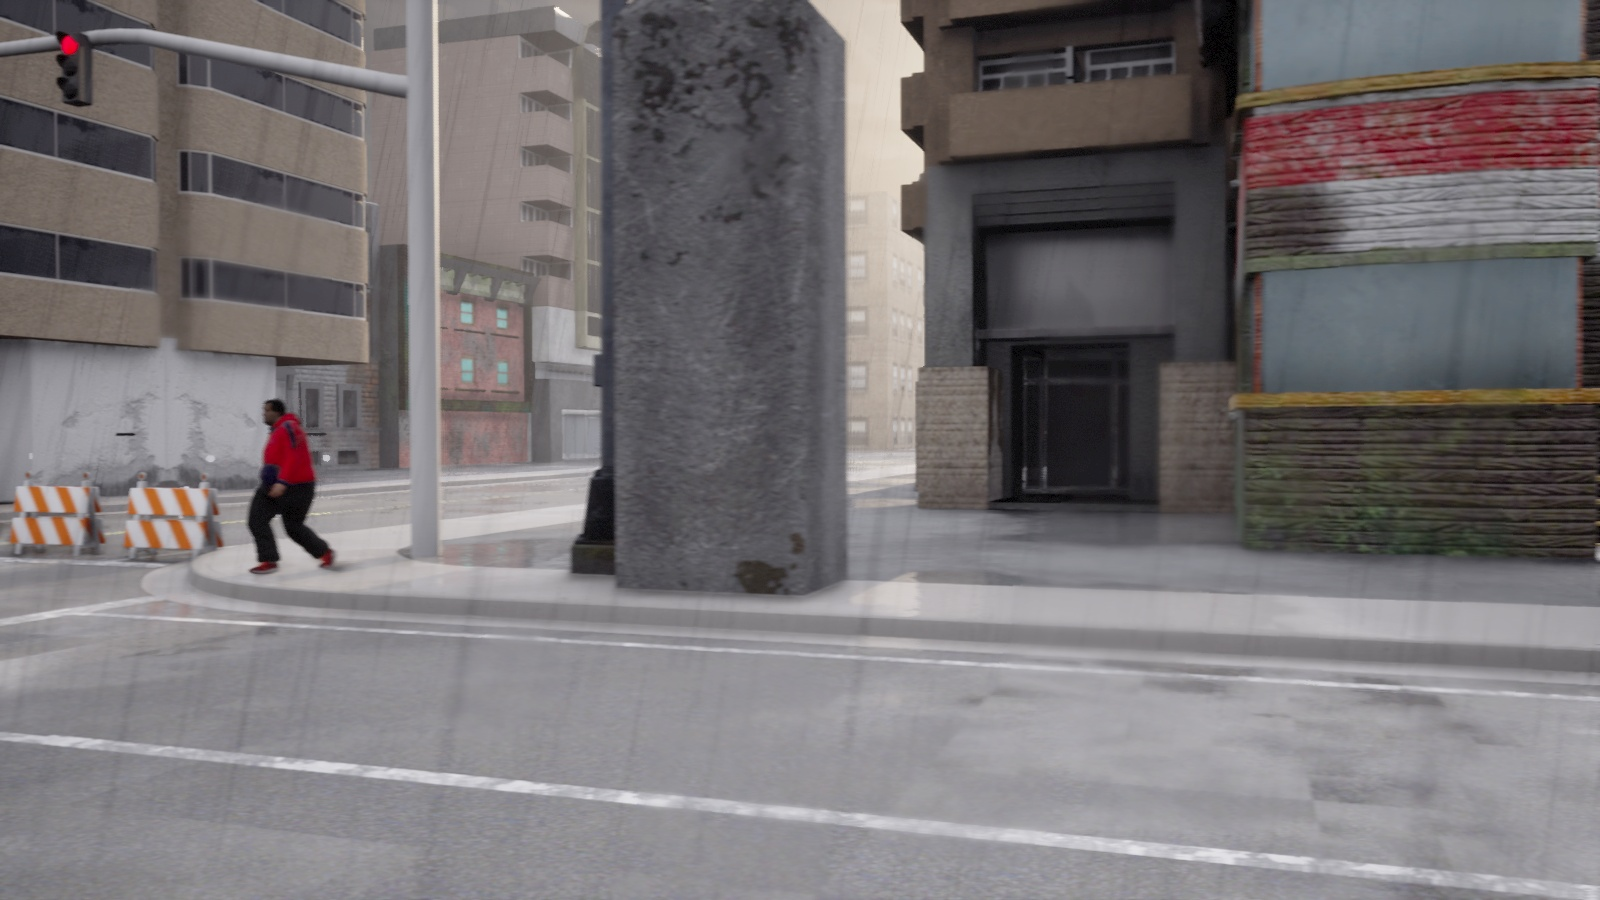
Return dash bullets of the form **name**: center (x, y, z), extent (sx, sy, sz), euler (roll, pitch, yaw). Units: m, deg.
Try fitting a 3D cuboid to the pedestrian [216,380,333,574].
- **pedestrian**: center (-5.209, 0.251, 12.462), extent (0.899, 1.844, 0.634), euler (-1, 1, -43)
